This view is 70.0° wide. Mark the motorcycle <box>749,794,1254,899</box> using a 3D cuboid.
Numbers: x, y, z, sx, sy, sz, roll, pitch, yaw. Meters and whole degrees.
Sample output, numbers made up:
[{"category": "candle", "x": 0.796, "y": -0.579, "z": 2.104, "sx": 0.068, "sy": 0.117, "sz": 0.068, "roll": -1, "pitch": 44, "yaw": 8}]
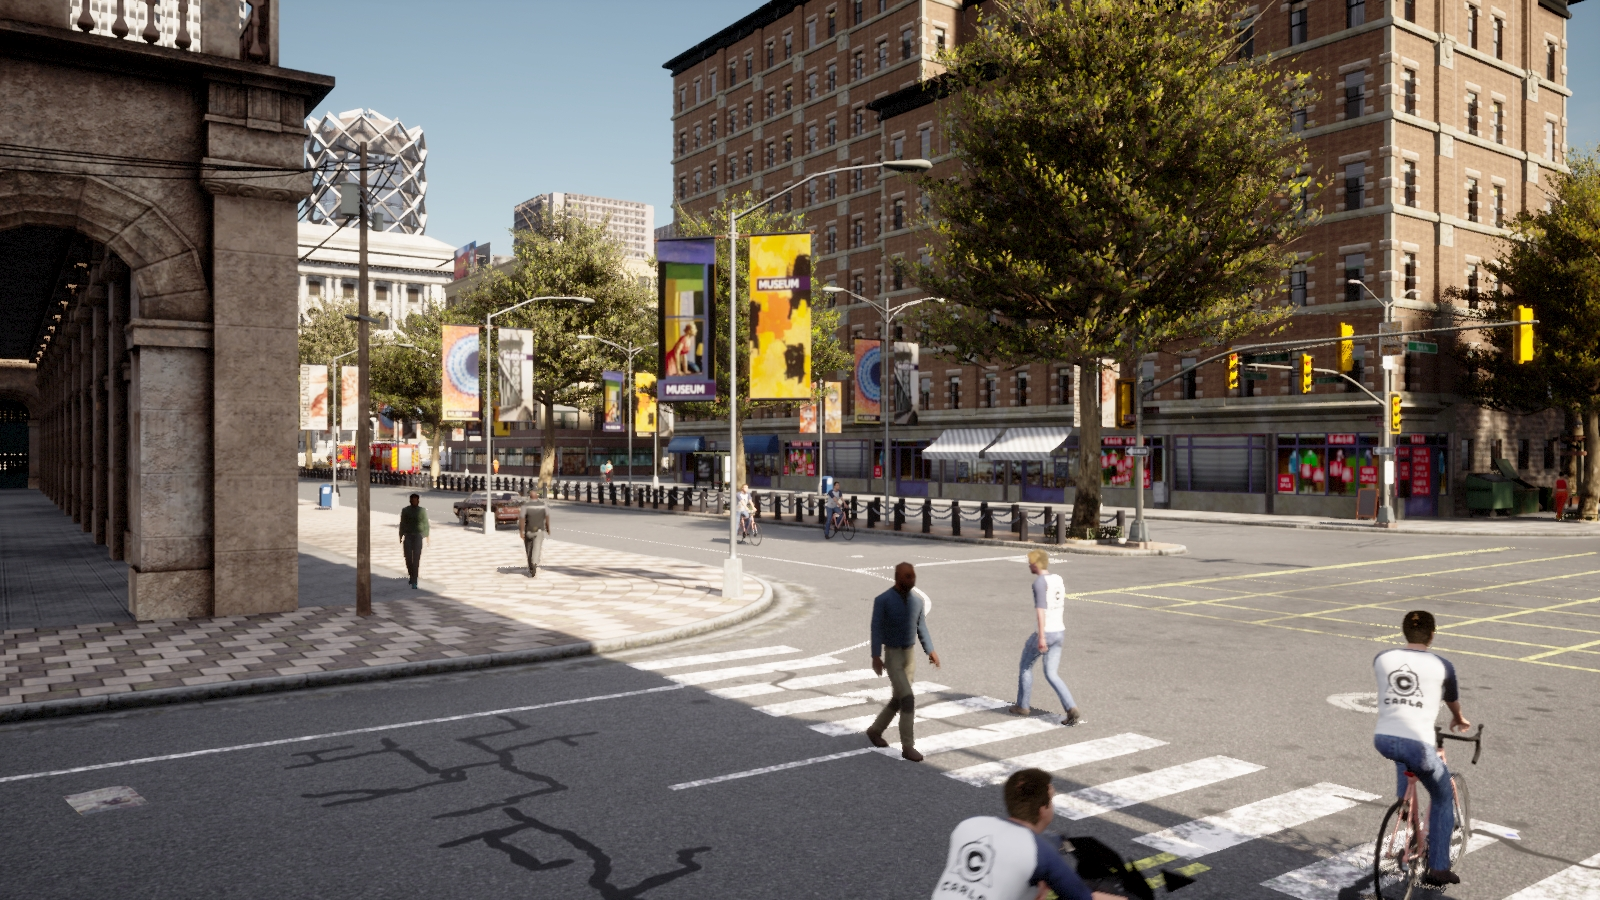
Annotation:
[{"category": "motorcycle", "x": 0.861, "y": 2.211, "z": 4.508, "sx": 2.033, "sy": 1.145, "sz": 0.803, "roll": 0, "pitch": 0, "yaw": -38}]

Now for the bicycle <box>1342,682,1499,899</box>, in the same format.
[{"category": "bicycle", "x": 3.943, "y": 2.203, "z": 7.204, "sx": 1.643, "sy": 1.196, "sz": 0.373, "roll": 0, "pitch": 0, "yaw": -43}]

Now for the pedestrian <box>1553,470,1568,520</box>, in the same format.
[{"category": "pedestrian", "x": 28.465, "y": 1.677, "z": 42.783, "sx": 0.375, "sy": 1.860, "sz": 0.375, "roll": 0, "pitch": 0, "yaw": -41}]

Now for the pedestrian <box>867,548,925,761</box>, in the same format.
[{"category": "pedestrian", "x": 0.873, "y": 1.845, "z": 10.453, "sx": 0.375, "sy": 1.860, "sz": 0.375, "roll": 0, "pitch": 0, "yaw": -35}]

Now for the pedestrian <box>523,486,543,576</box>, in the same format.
[{"category": "pedestrian", "x": -5.615, "y": 1.692, "z": 24.024, "sx": 0.375, "sy": 1.860, "sz": 0.375, "roll": 0, "pitch": 0, "yaw": -16}]

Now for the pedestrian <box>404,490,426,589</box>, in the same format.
[{"category": "pedestrian", "x": -7.336, "y": 1.693, "z": 21.772, "sx": 0.375, "sy": 1.860, "sz": 0.375, "roll": 0, "pitch": 0, "yaw": -17}]

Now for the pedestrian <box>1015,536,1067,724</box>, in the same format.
[{"category": "pedestrian", "x": 2.493, "y": 1.844, "z": 11.818, "sx": 0.375, "sy": 1.860, "sz": 0.375, "roll": 0, "pitch": 0, "yaw": -38}]
